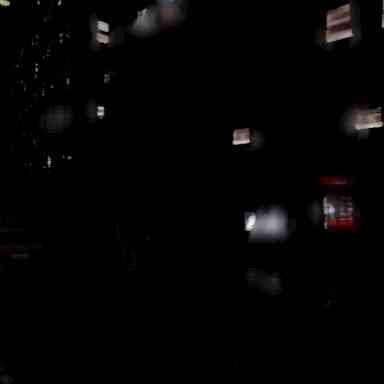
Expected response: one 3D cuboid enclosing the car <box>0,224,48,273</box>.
[{"bbox_3d":[-6.069,1.720,10.746,1.752,1.417,4.829,3,-2,-39],"label":"car"}]
